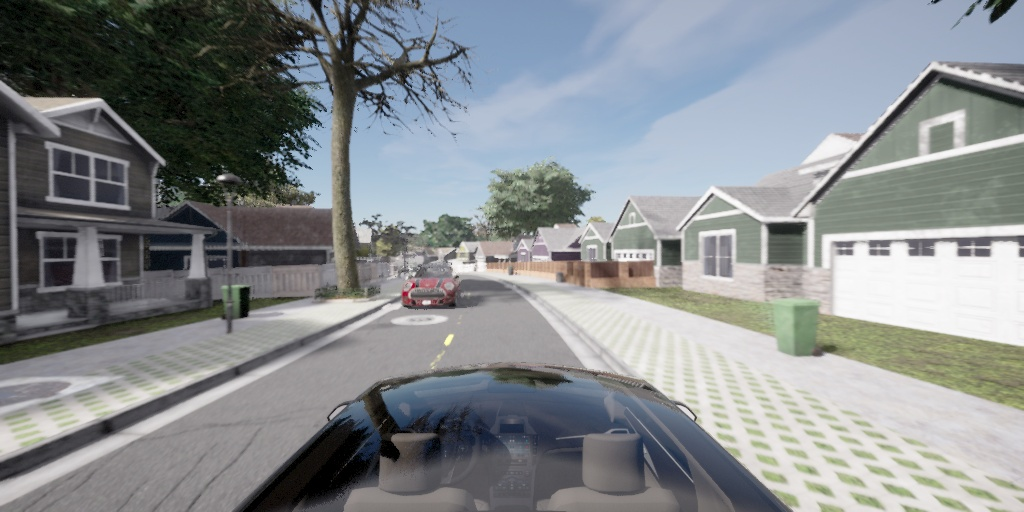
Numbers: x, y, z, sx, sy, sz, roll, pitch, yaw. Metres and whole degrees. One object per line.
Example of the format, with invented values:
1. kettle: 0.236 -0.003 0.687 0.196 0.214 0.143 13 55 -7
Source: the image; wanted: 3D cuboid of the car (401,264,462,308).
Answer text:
1. car: -3.364 1.176 15.716 2.097 1.767 4.553 0 0 -4
